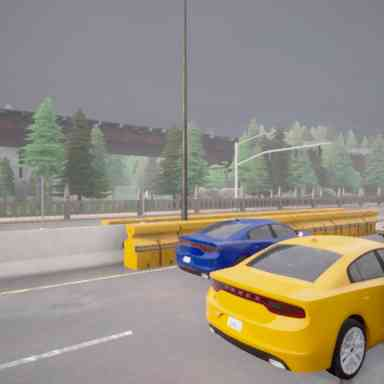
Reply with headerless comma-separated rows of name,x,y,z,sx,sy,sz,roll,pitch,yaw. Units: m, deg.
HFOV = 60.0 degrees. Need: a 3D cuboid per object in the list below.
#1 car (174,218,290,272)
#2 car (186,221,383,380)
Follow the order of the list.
car,1.885,1.477,9.397,5.008,1.535,1.882,0,0,-36
car,2.539,1.477,5.562,5.008,1.535,1.882,0,0,-36
